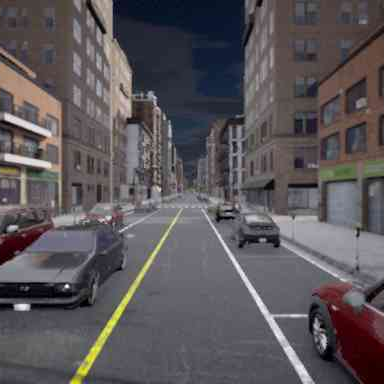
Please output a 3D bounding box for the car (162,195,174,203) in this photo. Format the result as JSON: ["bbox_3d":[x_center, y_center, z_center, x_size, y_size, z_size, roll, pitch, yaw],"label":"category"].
[{"bbox_3d":[-5.374,1.594,69.898,2.008,1.369,4.403,0,0,0],"label":"car"}]

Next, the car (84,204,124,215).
[{"bbox_3d":[-5.383,1.455,20.295,1.967,1.590,4.097,0,0,0],"label":"car"}]

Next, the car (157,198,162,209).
[{"bbox_3d":[-5.378,1.581,43.022,2.008,1.369,4.403,0,0,0],"label":"car"}]

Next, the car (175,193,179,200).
[{"bbox_3d":[-5.389,1.493,91.523,1.967,1.590,4.097,0,0,0],"label":"car"}]

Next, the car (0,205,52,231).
[{"bbox_3d":[-5.385,1.322,8.932,2.192,1.841,5.009,0,0,0],"label":"car"}]

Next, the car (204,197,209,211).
[{"bbox_3d":[2.646,1.552,37.510,1.752,1.417,4.829,0,0,0],"label":"car"}]

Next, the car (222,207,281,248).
[{"bbox_3d":[2.641,1.562,14.615,2.008,1.369,4.403,0,0,0],"label":"car"}]

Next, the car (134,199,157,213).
[{"bbox_3d":[-5.379,1.609,37.340,1.802,1.307,4.206,0,0,0],"label":"car"}]

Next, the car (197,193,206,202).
[{"bbox_3d":[2.656,1.596,75.303,2.008,1.369,4.403,0,0,0],"label":"car"}]

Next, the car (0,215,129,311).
[{"bbox_3d":[-2.847,1.554,8.244,2.033,1.411,5.357,0,0,0],"label":"car"}]

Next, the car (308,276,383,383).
[{"bbox_3d":[2.639,1.443,3.253,1.967,1.590,4.097,0,0,0],"label":"car"}]

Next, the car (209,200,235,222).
[{"bbox_3d":[2.644,1.585,25.978,1.947,1.339,4.313,0,0,0],"label":"car"}]
